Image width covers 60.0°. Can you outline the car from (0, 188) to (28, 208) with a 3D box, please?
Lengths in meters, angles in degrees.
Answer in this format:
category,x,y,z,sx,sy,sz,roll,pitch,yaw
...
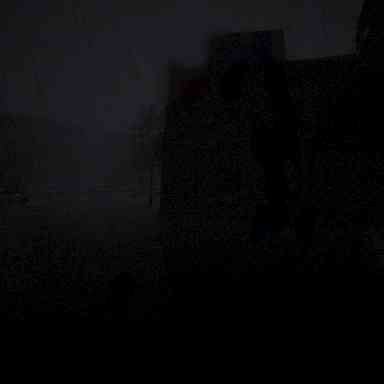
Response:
category,x,y,z,sx,sy,sz,roll,pitch,yaw
car,-15.238,0.445,26.686,1.812,1.442,4.674,3,3,10
